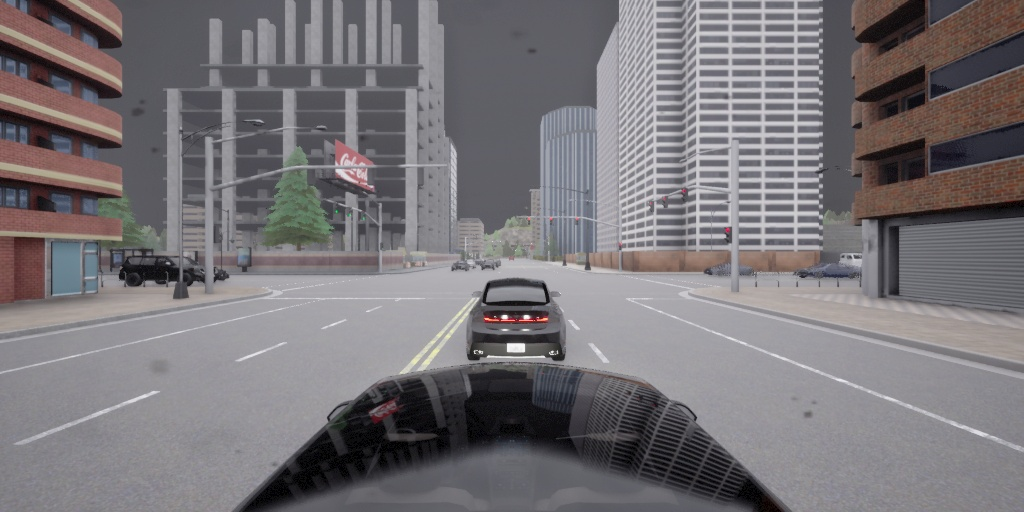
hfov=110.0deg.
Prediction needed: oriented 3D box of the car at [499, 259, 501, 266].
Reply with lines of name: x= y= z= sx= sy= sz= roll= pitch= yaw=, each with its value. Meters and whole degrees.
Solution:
car: x=-3.276 y=1.228 z=60.985 sx=1.882 sy=1.535 sz=5.008 roll=0 pitch=0 yaw=1

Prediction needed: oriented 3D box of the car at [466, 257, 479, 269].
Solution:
car: x=-6.808 y=1.276 z=56.735 sx=1.812 sy=1.442 sz=4.674 roll=0 pitch=0 yaw=0

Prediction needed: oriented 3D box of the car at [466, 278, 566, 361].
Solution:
car: x=0.095 y=1.255 z=8.278 sx=1.837 sy=1.490 sz=4.892 roll=0 pitch=0 yaw=1

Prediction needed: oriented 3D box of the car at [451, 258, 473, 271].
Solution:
car: x=-6.860 y=1.314 z=47.989 sx=1.994 sy=1.385 sz=4.181 roll=0 pitch=0 yaw=0

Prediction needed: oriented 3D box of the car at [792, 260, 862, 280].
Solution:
car: x=27.632 y=1.297 z=31.238 sx=5.357 sy=1.411 sz=2.033 roll=0 pitch=0 yaw=0

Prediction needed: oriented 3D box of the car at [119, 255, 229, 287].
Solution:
car: x=-22.809 y=0.972 z=24.025 sx=5.566 sy=2.045 sz=2.150 roll=0 pitch=0 yaw=0

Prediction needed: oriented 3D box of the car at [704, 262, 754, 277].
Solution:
car: x=20.962 y=1.314 z=34.739 sx=4.181 sy=1.385 sz=1.994 roll=0 pitch=0 yaw=0

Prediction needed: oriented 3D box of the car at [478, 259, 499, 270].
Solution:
car: x=-3.340 y=1.255 z=51.540 sx=1.837 sy=1.490 sz=4.892 roll=0 pitch=0 yaw=0
